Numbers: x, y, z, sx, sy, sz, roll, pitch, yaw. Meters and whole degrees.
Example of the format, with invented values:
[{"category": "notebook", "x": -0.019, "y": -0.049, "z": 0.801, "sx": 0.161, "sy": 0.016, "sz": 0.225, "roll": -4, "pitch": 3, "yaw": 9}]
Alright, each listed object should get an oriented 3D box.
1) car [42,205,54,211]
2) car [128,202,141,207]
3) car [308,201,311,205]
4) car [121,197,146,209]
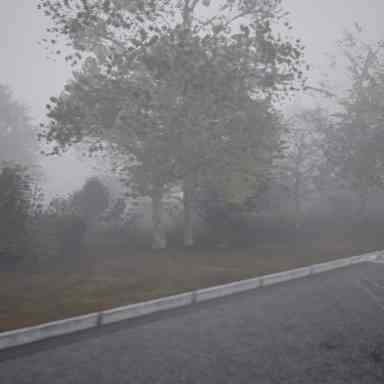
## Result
[{"category": "car", "x": -18.586, "y": 2.338, "z": 41.543, "sx": 2.002, "sy": 1.452, "sz": 4.674, "roll": 0, "pitch": 0, "yaw": -36}, {"category": "car", "x": -7.410, "y": 2.255, "z": 49.772, "sx": 1.946, "sy": 1.575, "sz": 5.366, "roll": 0, "pitch": 0, "yaw": -36}, {"category": "car", "x": 24.403, "y": 2.043, "z": 72.098, "sx": 1.946, "sy": 1.575, "sz": 5.366, "roll": -1, "pitch": 0, "yaw": -36}, {"category": "car", "x": -11.130, "y": 1.994, "z": 63.002, "sx": 2.435, "sy": 2.045, "sz": 5.566, "roll": 0, "pitch": 0, "yaw": -36}]
